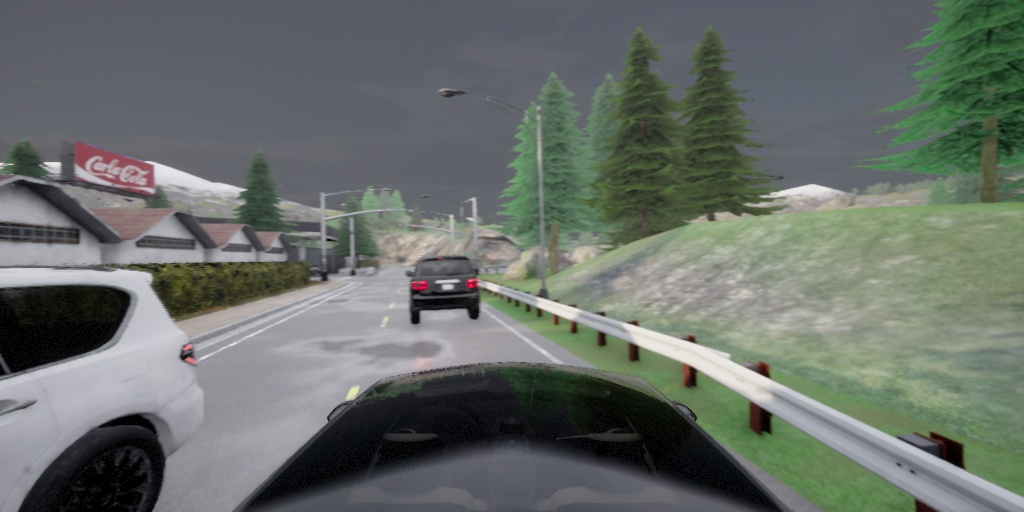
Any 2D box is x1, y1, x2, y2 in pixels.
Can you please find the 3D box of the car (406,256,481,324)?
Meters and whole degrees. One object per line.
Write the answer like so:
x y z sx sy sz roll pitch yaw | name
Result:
-2.563 1.067 12.916 2.150 2.045 5.566 -2 -1 -16 | car

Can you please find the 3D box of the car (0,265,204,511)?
-3.629 1.069 0.791 2.150 2.045 5.566 -1 0 -5 | car
